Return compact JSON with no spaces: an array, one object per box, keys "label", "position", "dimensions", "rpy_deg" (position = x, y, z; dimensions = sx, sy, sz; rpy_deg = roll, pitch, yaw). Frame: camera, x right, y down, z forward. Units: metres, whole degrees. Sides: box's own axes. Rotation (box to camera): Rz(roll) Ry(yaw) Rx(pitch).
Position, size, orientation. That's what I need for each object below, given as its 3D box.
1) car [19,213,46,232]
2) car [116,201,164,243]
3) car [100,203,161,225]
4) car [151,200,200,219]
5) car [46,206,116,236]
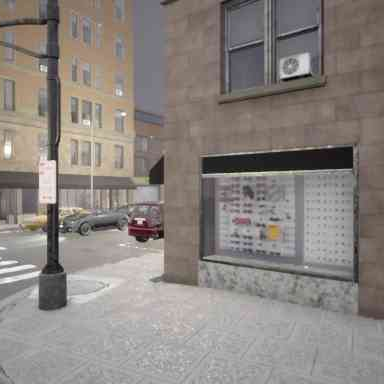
[{"label":"car","position":[-7.815,1.520,20.096],"dimensions":[1.752,1.417,4.829],"rpy_deg":[0,0,35]},{"label":"car","position":[-0.732,1.306,15.346],"dimensions":[2.192,1.841,5.009],"rpy_deg":[0,0,35]},{"label":"car","position":[-4.489,1.548,24.880],"dimensions":[1.947,1.339,4.313],"rpy_deg":[0,0,35]},{"label":"car","position":[-1.359,1.496,29.383],"dimensions":[1.752,1.417,4.829],"rpy_deg":[0,0,35]},{"label":"car","position":[-5.515,1.557,18.573],"dimensions":[1.994,1.385,4.181],"rpy_deg":[0,0,35]}]
